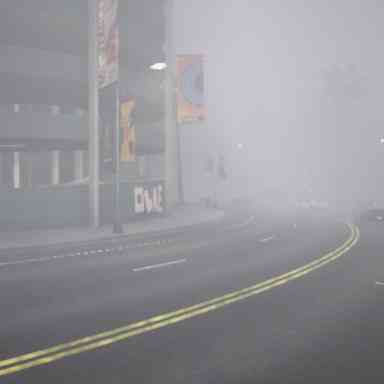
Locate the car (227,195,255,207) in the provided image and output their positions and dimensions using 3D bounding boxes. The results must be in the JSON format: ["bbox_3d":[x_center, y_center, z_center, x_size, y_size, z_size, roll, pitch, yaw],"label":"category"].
[{"bbox_3d":[7.827,1.445,50.890,2.128,1.511,4.902,0,0,-20],"label":"car"}]

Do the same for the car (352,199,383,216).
[{"bbox_3d":[18.058,1.496,33.083,2.033,1.411,5.357,0,0,4],"label":"car"}]

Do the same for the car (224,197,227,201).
[{"bbox_3d":[8.980,1.416,76.079,2.231,1.521,4.892,0,0,-21],"label":"car"}]

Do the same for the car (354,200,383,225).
[{"bbox_3d":[12.734,1.490,23.520,1.812,1.442,4.674,0,0,18],"label":"car"}]

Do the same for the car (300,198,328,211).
[{"bbox_3d":[14.341,1.477,39.329,1.812,1.442,4.674,0,0,-4],"label":"car"}]

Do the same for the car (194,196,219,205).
[{"bbox_3d":[2.527,1.507,55.060,2.033,1.411,5.357,0,0,-21],"label":"car"}]
